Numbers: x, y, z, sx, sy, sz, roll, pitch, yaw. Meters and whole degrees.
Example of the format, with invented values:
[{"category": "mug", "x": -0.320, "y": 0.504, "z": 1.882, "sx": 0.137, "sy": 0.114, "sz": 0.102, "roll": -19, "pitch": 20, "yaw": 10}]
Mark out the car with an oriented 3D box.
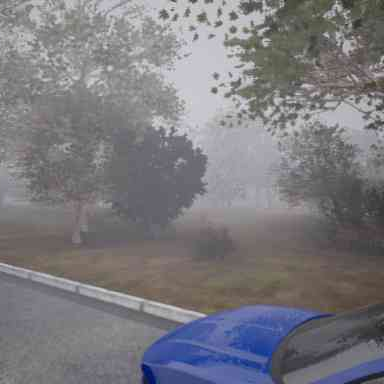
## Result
[{"category": "car", "x": 1.821, "y": 1.476, "z": 2.079, "sx": 5.008, "sy": 1.535, "sz": 1.882, "roll": 0, "pitch": 0, "yaw": 35}]
